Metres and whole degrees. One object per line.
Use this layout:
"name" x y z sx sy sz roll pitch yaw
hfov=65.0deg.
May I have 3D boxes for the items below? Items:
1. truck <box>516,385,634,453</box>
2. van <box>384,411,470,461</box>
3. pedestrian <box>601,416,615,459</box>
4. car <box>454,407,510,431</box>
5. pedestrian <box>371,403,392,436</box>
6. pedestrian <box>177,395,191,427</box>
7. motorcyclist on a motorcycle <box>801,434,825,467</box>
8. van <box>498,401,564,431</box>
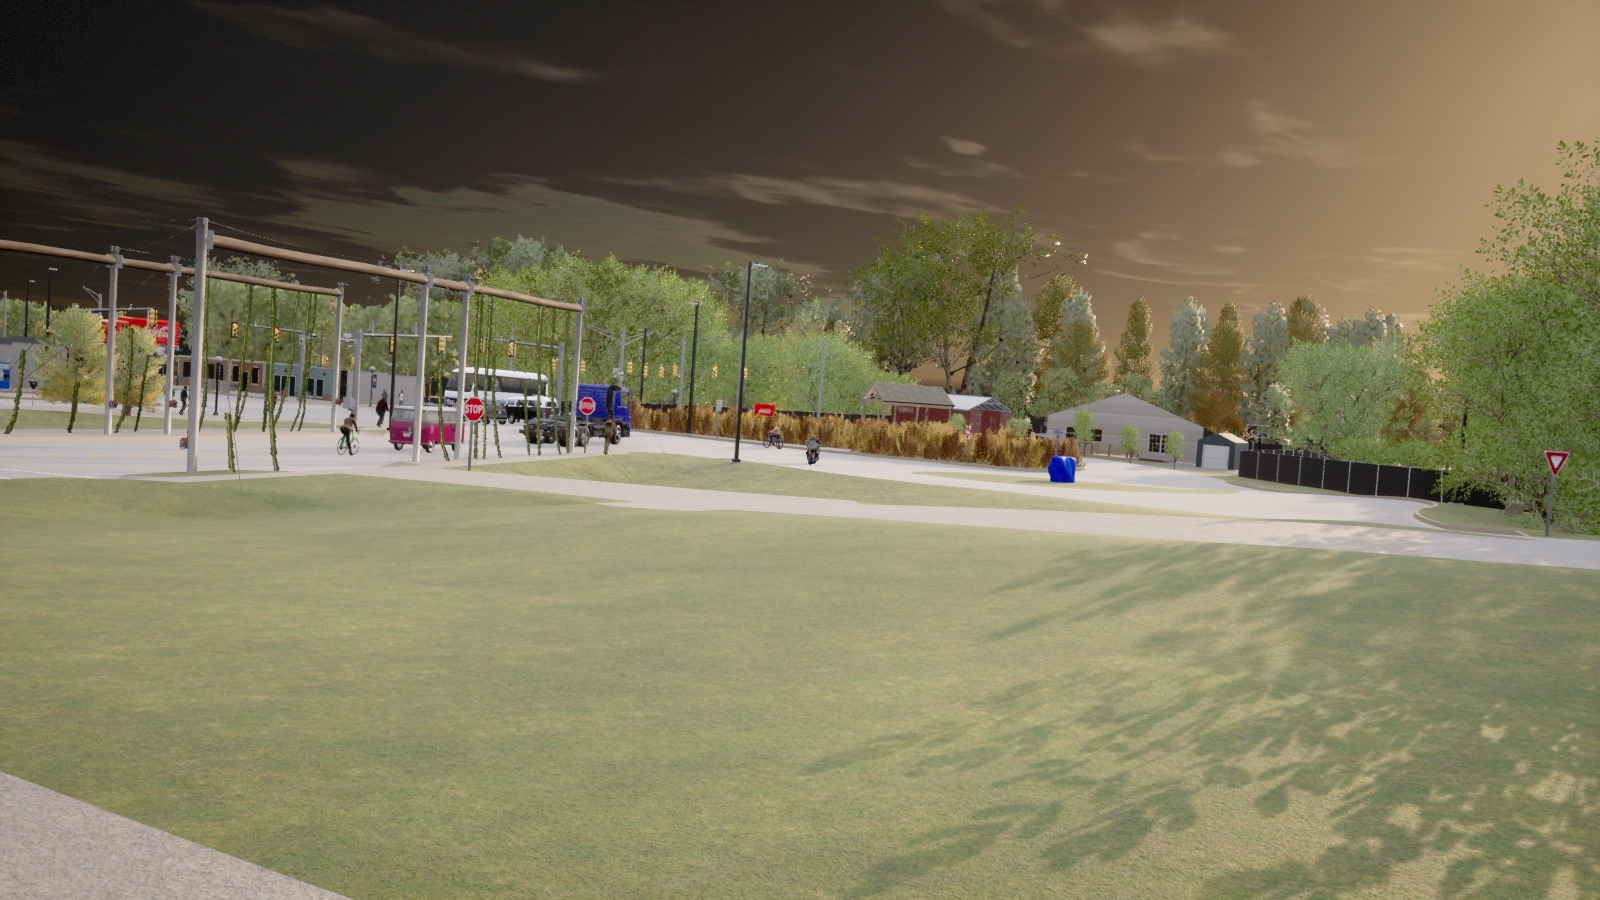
"truck" -12.517 -1.824 70.636 2.891 3.462 7.936 4 4 19
"van" -16.401 -0.647 55.472 1.775 1.987 4.442 4 2 10
"pedestrian" -8.818 -0.559 57.669 0.396 1.930 0.692 4 3 9
"car" -22.146 -2.188 87.418 3.705 1.549 1.789 3 3 35
"pedestrian" -23.980 -1.774 71.962 0.634 1.844 0.899 4 4 19
"pedestrian" -36.750 -2.319 74.860 0.353 1.847 0.614 6 4 36
"motorcyclist on a motorcycle" 0.652 0.023 62.976 0.866 1.530 2.191 4 2 7
"van" -19.256 -2.459 89.872 4.480 2.038 2.069 3 3 36
